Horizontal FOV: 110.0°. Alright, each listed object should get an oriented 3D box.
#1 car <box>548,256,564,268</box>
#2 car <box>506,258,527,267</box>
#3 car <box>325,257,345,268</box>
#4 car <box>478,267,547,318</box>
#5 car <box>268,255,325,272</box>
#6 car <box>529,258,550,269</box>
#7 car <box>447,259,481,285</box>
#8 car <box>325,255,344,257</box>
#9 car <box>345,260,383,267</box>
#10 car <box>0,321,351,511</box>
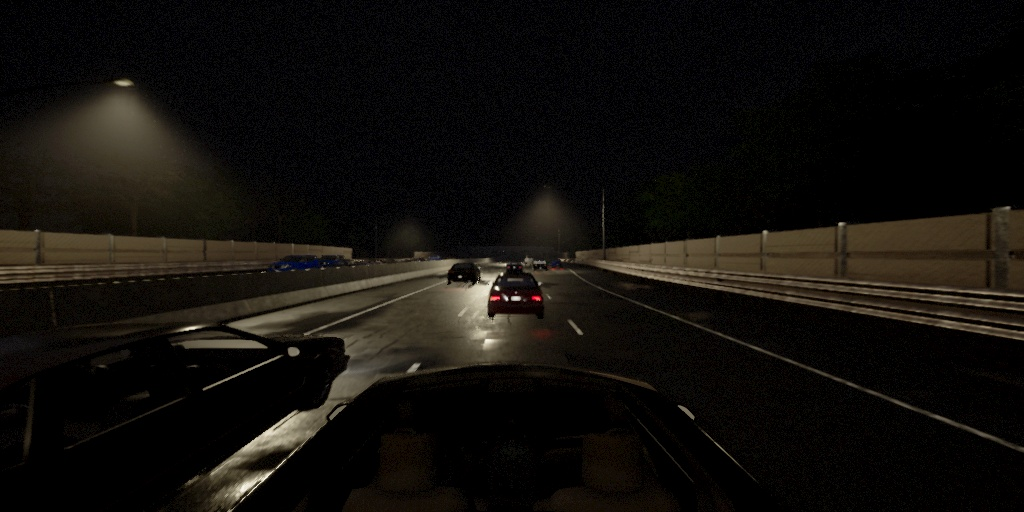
[{"bbox_3d":[7.225,1.210,58.649,1.812,1.442,4.674,0,0,2],"label":"car"},{"bbox_3d":[0.267,1.238,39.861,2.033,1.411,5.357,0,0,0],"label":"car"},{"bbox_3d":[-17.441,1.183,37.417,2.128,1.511,4.902,0,0,1],"label":"car"},{"bbox_3d":[0.119,1.278,12.905,2.033,1.411,5.357,0,0,0],"label":"car"},{"bbox_3d":[-20.966,0.913,34.784,2.150,2.045,5.566,0,0,0],"label":"car"},{"bbox_3d":[3.752,1.280,49.185,1.895,1.301,4.718,0,0,1],"label":"car"},{"bbox_3d":[-3.329,1.188,25.519,1.882,1.535,5.008,0,0,0],"label":"car"},{"bbox_3d":[-23.622,0.901,46.693,2.150,2.045,5.566,0,0,-3],"label":"car"},{"bbox_3d":[-13.961,1.185,35.136,2.128,1.511,4.902,0,0,0],"label":"car"},{"bbox_3d":[-3.398,1.295,3.034,2.033,1.411,5.357,0,0,0],"label":"car"}]
